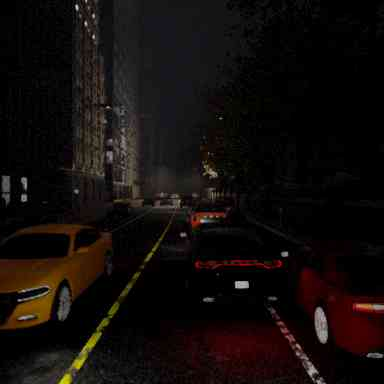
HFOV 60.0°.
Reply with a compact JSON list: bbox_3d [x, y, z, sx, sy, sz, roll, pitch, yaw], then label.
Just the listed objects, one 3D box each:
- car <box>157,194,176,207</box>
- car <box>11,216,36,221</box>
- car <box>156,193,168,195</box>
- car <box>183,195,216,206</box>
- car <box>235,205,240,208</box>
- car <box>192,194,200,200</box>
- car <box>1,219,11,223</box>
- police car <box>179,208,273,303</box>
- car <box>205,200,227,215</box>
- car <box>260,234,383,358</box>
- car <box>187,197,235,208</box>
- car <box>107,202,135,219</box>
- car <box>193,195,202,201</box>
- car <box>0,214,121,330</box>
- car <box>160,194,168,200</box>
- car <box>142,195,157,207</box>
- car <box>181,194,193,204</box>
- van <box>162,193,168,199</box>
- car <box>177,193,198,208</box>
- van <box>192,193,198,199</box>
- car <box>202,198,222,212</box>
[{"bbox_3d":[-3.795,1.432,49.804,1.812,1.442,4.674,0,0,-1],"label":"car"},{"bbox_3d":[-5.817,1.561,11.595,1.947,1.339,4.313,0,0,0],"label":"car"},{"bbox_3d":[-7.107,1.153,72.813,2.192,1.841,5.009,0,0,-1],"label":"car"},{"bbox_3d":[0.696,1.328,24.399,2.097,1.767,4.553,0,0,1],"label":"car"},{"bbox_3d":[2.650,1.562,22.735,1.802,1.307,4.206,0,0,-1],"label":"car"},{"bbox_3d":[1.003,1.226,89.440,1.967,1.590,4.097,0,0,-1],"label":"car"},{"bbox_3d":[-5.824,1.314,6.033,2.192,1.841,5.009,0,0,0],"label":"car"},{"bbox_3d":[0.739,1.423,8.423,1.930,1.638,5.238,0,0,-3],"label":"police car"},{"bbox_3d":[2.397,1.535,33.860,1.802,1.307,4.206,0,0,-1],"label":"car"},{"bbox_3d":[2.701,1.544,6.077,1.887,1.381,4.507,0,0,0],"label":"car"},{"bbox_3d":[0.906,1.338,18.350,2.097,1.767,4.553,0,0,0],"label":"car"},{"bbox_3d":[-5.993,1.532,28.341,1.947,1.339,4.313,0,0,-1],"label":"car"},{"bbox_3d":[1.281,1.373,78.323,2.008,1.369,4.403,0,0,-1],"label":"car"},{"bbox_3d":[-3.096,1.476,7.272,1.882,1.535,5.008,0,0,0],"label":"car"},{"bbox_3d":[-7.527,1.335,89.490,2.008,1.369,4.403,0,0,-1],"label":"car"},{"bbox_3d":[-6.551,1.486,50.581,1.802,1.307,4.206,0,0,-1],"label":"car"},{"bbox_3d":[-0.945,1.230,59.606,2.097,1.767,4.553,0,0,-1],"label":"car"},{"bbox_3d":[-7.665,1.105,95.049,1.690,1.788,3.998,0,0,-1],"label":"van"},{"bbox_3d":[-0.597,1.269,46.379,2.097,1.767,4.553,0,0,-1],"label":"car"},{"bbox_3d":[0.864,1.107,94.997,1.690,1.788,3.998,0,0,-1],"label":"van"},{"bbox_3d":[2.258,1.488,39.417,2.008,1.369,4.403,0,0,-1],"label":"car"}]
